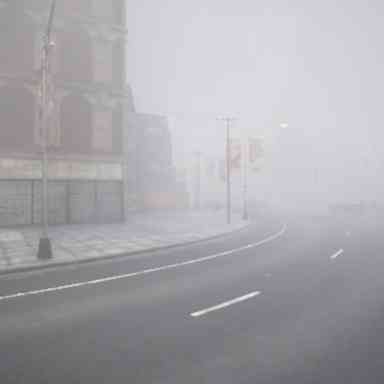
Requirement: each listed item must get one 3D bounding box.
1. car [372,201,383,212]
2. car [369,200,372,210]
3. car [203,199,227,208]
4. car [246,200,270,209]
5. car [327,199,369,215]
[{"bbox_3d":[22.809,1.703,37.399,1.895,1.301,4.718,0,0,-2],"label":"car"},{"bbox_3d":[21.884,1.666,43.055,2.002,1.452,4.674,0,0,-12],"label":"car"},{"bbox_3d":[3.787,1.842,53.331,2.033,1.411,5.357,0,0,-28],"label":"car"},{"bbox_3d":[9.593,1.803,48.777,1.994,1.385,4.181,0,0,-21],"label":"car"},{"bbox_3d":[16.171,1.606,35.319,1.882,1.535,5.008,0,0,-3],"label":"car"}]
